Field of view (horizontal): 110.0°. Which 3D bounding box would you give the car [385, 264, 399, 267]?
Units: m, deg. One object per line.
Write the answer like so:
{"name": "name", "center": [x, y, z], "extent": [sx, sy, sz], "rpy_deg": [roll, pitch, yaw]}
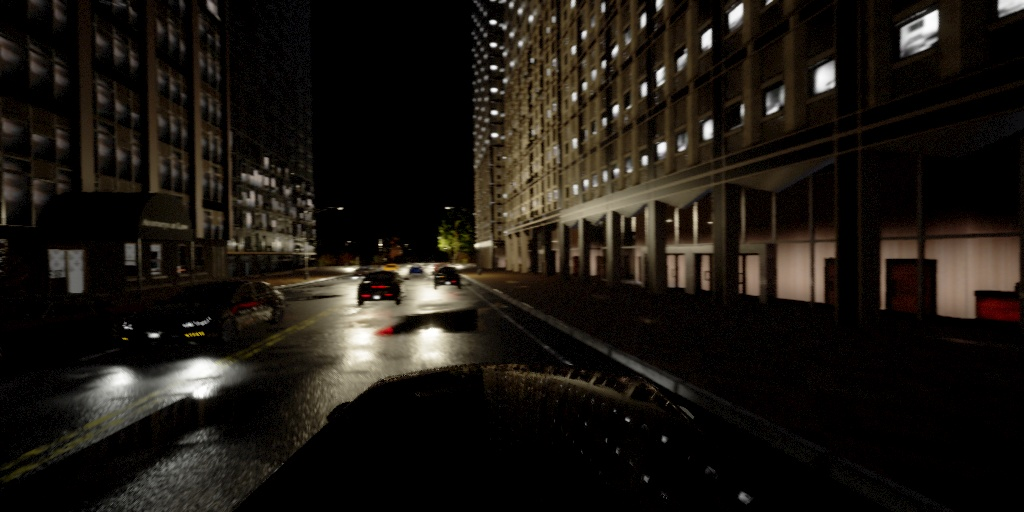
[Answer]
{"name": "car", "center": [-16.829, 1.866, 50.160], "extent": [1.882, 1.535, 5.008], "rpy_deg": [-1, 0, -12]}

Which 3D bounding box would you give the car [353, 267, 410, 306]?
{"name": "car", "center": [-6.170, 1.480, 17.343], "extent": [1.837, 1.490, 4.892], "rpy_deg": [-1, 0, -12]}

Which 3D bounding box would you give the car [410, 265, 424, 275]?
{"name": "car", "center": [-13.231, 1.888, 49.653], "extent": [1.994, 1.385, 4.181], "rpy_deg": [-1, 0, -12]}

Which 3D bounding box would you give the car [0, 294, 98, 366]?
{"name": "car", "center": [-10.986, 1.587, 8.005], "extent": [1.895, 1.301, 4.718], "rpy_deg": [-1, 0, -12]}

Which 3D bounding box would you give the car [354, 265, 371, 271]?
{"name": "car", "center": [-19.606, 1.965, 47.634], "extent": [2.033, 1.411, 5.357], "rpy_deg": [-1, 0, -12]}

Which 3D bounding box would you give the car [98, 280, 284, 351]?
{"name": "car", "center": [-8.086, 1.456, 9.957], "extent": [1.837, 1.490, 4.892], "rpy_deg": [-1, 0, -12]}

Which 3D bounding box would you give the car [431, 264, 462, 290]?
{"name": "car", "center": [-4.665, 1.515, 25.639], "extent": [1.837, 1.490, 4.892], "rpy_deg": [-1, 0, -12]}
